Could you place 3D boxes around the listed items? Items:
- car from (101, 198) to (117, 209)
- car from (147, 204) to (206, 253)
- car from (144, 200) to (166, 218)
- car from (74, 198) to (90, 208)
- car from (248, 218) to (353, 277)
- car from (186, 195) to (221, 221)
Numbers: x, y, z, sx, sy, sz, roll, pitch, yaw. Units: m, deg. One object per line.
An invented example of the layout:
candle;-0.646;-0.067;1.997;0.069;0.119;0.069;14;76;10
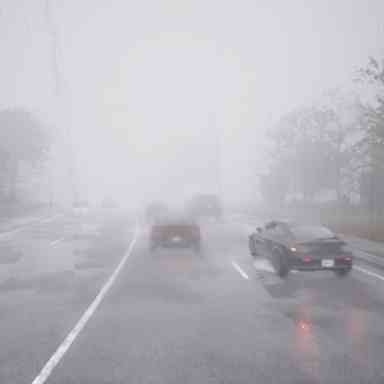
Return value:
car;-11.692;1.559;46.579;2.033;1.411;5.357;0;0;-19
car;-0.766;1.478;13.900;1.882;1.535;5.008;0;0;-6
car;-3.141;1.482;29.268;1.882;1.535;5.008;0;0;-12
car;-15.639;1.577;47.185;1.994;1.385;4.181;0;0;-20
car;3.064;1.519;10.189;1.812;1.442;4.674;0;0;-4
car;0.819;1.223;27.317;2.150;2.045;5.566;0;0;-10
